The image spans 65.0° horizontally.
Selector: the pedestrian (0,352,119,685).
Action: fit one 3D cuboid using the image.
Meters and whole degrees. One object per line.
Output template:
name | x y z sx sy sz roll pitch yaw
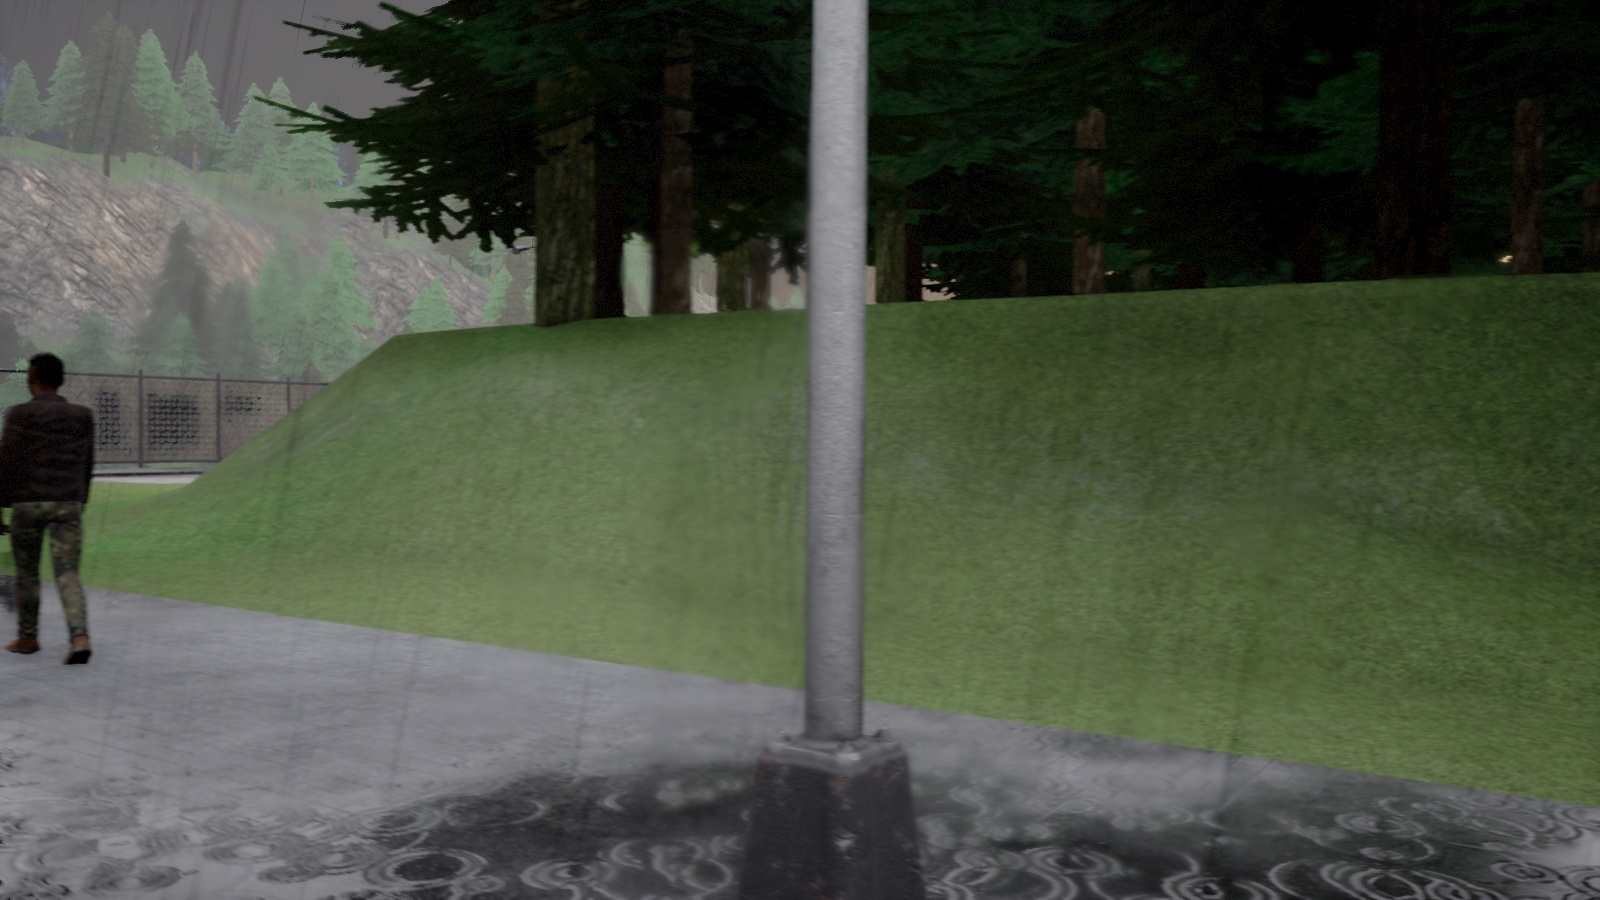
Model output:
pedestrian | -4.375 0.377 7.340 0.703 1.840 0.431 0 1 39
